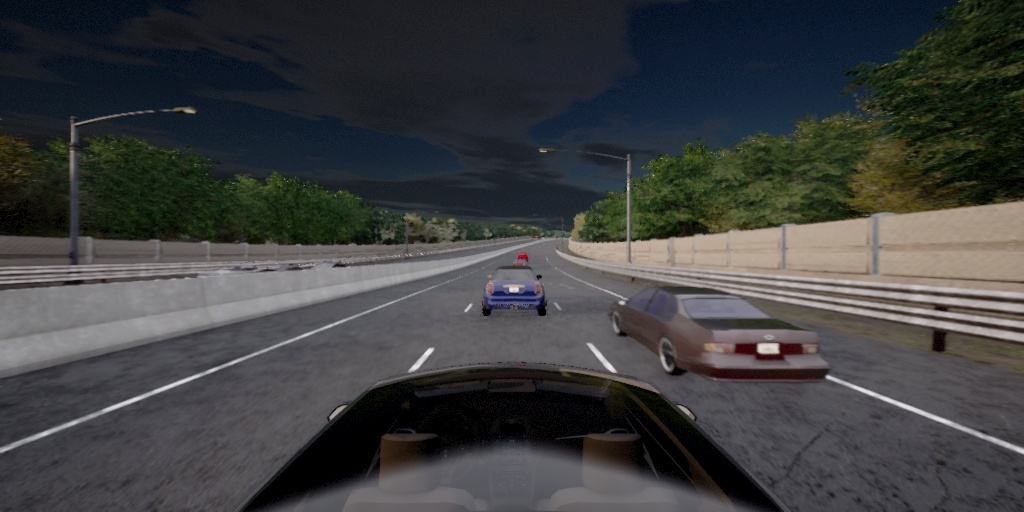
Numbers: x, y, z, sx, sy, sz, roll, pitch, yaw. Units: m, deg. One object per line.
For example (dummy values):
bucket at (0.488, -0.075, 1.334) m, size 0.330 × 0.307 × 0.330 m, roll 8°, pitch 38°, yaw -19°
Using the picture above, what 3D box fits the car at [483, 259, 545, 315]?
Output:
car at (0.095, 1.118, 13.807) m, size 2.097 × 1.767 × 4.553 m, roll 0°, pitch 0°, yaw 1°

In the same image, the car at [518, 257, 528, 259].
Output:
car at (1.037, 1.160, 48.130) m, size 1.895 × 1.301 × 4.718 m, roll 0°, pitch 1°, yaw 2°

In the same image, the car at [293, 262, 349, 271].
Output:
car at (-13.759, 1.208, 26.912) m, size 1.882 × 1.535 × 5.008 m, roll 0°, pitch 0°, yaw 2°

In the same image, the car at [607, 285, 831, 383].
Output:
car at (3.512, 1.314, 7.414) m, size 2.033 × 1.411 × 5.357 m, roll 0°, pitch 0°, yaw 0°

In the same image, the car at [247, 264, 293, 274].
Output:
car at (-17.257, 1.290, 27.041) m, size 1.994 × 1.385 × 4.181 m, roll 0°, pitch 0°, yaw 2°

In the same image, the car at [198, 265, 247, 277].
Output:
car at (-20.762, 1.321, 26.954) m, size 1.895 × 1.301 × 4.718 m, roll 0°, pitch 0°, yaw 2°
